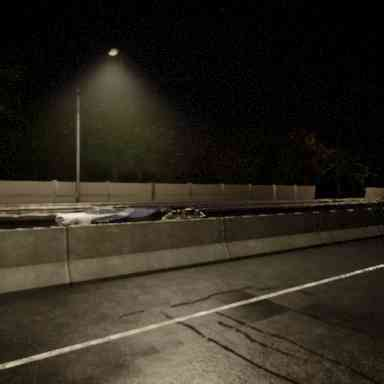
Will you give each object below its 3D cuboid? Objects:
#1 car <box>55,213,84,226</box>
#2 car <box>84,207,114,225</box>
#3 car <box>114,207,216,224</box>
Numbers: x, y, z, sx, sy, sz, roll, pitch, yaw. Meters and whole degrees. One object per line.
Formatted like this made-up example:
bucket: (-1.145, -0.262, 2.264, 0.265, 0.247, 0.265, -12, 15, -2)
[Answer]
car: (-6.094, 1.606, 21.145, 4.718, 1.301, 1.895, 0, 0, -35)
car: (-3.014, 1.553, 19.040, 5.357, 1.411, 2.033, 0, 0, -35)
car: (-0.977, 1.511, 16.196, 4.892, 1.490, 1.837, 0, 0, -36)
